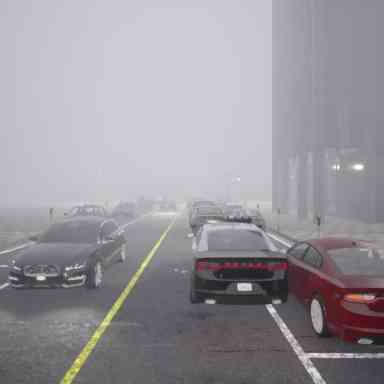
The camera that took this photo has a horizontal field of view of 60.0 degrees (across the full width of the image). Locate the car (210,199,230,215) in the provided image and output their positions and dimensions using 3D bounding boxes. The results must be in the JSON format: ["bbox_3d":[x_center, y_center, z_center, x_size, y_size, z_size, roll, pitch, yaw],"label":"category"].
[{"bbox_3d":[2.866,1.510,34.822,1.752,1.417,4.829,0,0,0],"label":"car"}]

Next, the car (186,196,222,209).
[{"bbox_3d":[0.821,1.344,24.161,2.097,1.767,4.553,0,0,0],"label":"car"}]

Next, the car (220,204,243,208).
[{"bbox_3d":[2.813,1.546,17.730,2.008,1.369,4.403,0,0,0],"label":"car"}]

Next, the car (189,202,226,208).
[{"bbox_3d":[0.891,1.501,18.190,1.837,1.490,4.892,0,0,0],"label":"car"}]

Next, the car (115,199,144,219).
[{"bbox_3d":[-5.677,1.555,29.037,1.947,1.339,4.313,0,0,0],"label":"car"}]

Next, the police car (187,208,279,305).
[{"bbox_3d":[0.911,1.426,8.300,1.930,1.638,5.238,0,0,0],"label":"police car"}]

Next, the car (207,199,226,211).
[{"bbox_3d":[2.883,1.530,40.293,2.008,1.369,4.403,0,0,0],"label":"car"}]

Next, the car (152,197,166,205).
[{"bbox_3d":[-5.590,1.512,57.241,2.008,1.369,4.403,0,0,0],"label":"car"}]

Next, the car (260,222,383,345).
[{"bbox_3d":[2.778,1.544,6.449,1.887,1.381,4.507,0,0,0],"label":"car"}]

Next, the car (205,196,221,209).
[{"bbox_3d":[2.900,1.414,45.934,1.967,1.590,4.097,0,0,0],"label":"car"}]

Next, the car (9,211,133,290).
[{"bbox_3d":[-3.073,1.503,9.208,1.837,1.490,4.892,0,0,0],"label":"car"}]

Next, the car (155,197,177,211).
[{"bbox_3d":[-2.877,1.471,40.521,2.128,1.511,4.902,0,0,0],"label":"car"}]

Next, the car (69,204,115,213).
[{"bbox_3d":[-5.713,1.435,17.754,1.967,1.590,4.097,0,0,0],"label":"car"}]

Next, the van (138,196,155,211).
[{"bbox_3d":[-5.643,1.321,40.318,1.690,1.788,3.998,0,0,0],"label":"van"}]

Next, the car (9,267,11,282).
[{"bbox_3d":[-5.747,1.565,6.473,1.947,1.339,4.313,0,0,0],"label":"car"}]

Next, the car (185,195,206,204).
[{"bbox_3d":[0.762,1.442,64.739,1.882,1.535,5.008,0,0,32],"label":"car"}]

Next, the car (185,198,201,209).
[{"bbox_3d":[0.169,1.521,45.849,2.033,1.411,5.357,0,0,1],"label":"car"}]

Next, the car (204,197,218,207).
[{"bbox_3d":[2.918,1.519,51.575,2.008,1.369,4.403,0,0,0],"label":"car"}]
